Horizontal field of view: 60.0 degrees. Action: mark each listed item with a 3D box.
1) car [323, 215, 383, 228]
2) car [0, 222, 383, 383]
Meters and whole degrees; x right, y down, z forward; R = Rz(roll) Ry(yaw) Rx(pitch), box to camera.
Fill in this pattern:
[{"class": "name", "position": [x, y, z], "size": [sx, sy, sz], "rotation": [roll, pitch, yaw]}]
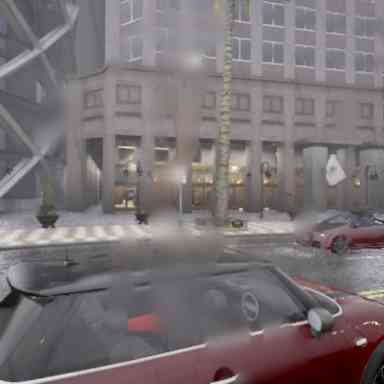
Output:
[{"class": "car", "position": [6.354, 1.630, 13.450], "size": [4.181, 1.385, 1.994], "rotation": [0, 0, -16]}, {"class": "car", "position": [0.213, 1.359, 3.399], "size": [4.553, 1.767, 2.097], "rotation": [1, 0, -29]}]
